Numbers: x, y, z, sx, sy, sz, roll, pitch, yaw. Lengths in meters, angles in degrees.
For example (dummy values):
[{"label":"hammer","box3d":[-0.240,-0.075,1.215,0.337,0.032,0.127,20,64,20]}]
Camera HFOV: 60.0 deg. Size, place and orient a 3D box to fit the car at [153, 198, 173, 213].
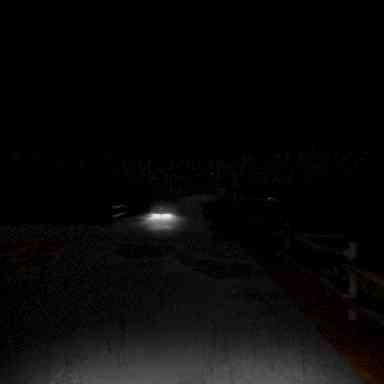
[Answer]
[{"label":"car","box3d":[-3.097,1.442,36.020,2.128,1.511,4.902,0,0,0]}]
